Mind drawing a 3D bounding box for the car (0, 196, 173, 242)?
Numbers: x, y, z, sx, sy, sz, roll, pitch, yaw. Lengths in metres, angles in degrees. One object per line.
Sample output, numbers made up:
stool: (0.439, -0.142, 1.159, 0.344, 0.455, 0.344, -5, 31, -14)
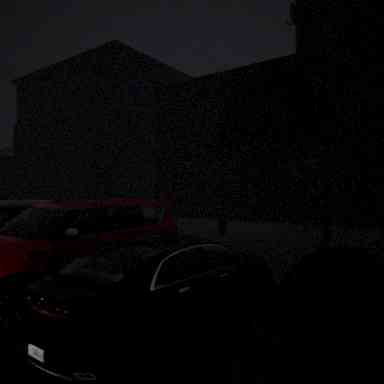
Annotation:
car: (-2.538, 1.186, 7.137, 2.435, 2.045, 5.566, 0, 0, 36)

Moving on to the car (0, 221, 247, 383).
car: (-0.265, 1.457, 5.539, 2.231, 1.521, 4.892, 0, 0, 36)

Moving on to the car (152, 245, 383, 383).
car: (1.982, 1.505, 3.905, 2.163, 1.488, 4.792, 0, 0, 36)
